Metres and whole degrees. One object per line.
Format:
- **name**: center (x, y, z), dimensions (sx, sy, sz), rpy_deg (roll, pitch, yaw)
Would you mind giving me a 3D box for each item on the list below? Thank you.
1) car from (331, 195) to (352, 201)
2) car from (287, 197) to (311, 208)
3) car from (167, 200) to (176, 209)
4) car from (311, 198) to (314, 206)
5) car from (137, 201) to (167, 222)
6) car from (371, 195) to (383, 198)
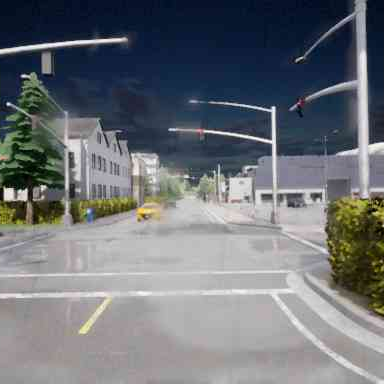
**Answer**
- **car**: center (25.490, 1.391, 56.545), dimensions (2.152, 1.636, 5.027), rpy_deg (-1, -1, 0)
- **car**: center (15.430, 1.623, 49.148), dimensions (2.007, 1.523, 4.514), rpy_deg (-1, -1, 0)
- **car**: center (-3.542, 2.024, 54.618), dimensions (2.033, 1.411, 5.357), rpy_deg (-1, -1, 0)
- **car**: center (19.076, 1.566, 56.206), dimensions (1.970, 1.475, 3.806), rpy_deg (-1, -1, 0)
- **car**: center (-3.601, 1.720, 29.160), dimensions (1.882, 1.535, 5.008), rpy_deg (-1, 0, 0)
- **car**: center (19.121, 1.179, 31.280), dimensions (1.905, 1.878, 3.866), rpy_deg (-1, -1, 0)
